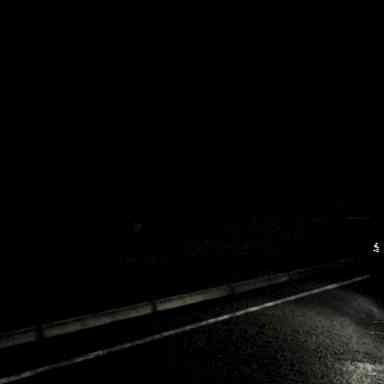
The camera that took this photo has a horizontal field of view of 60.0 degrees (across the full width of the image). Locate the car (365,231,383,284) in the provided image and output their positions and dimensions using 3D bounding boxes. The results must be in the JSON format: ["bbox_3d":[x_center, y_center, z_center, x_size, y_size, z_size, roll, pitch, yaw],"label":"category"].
[{"bbox_3d":[6.672,1.222,8.386,5.566,2.045,2.150,0,0,-35],"label":"car"}]
